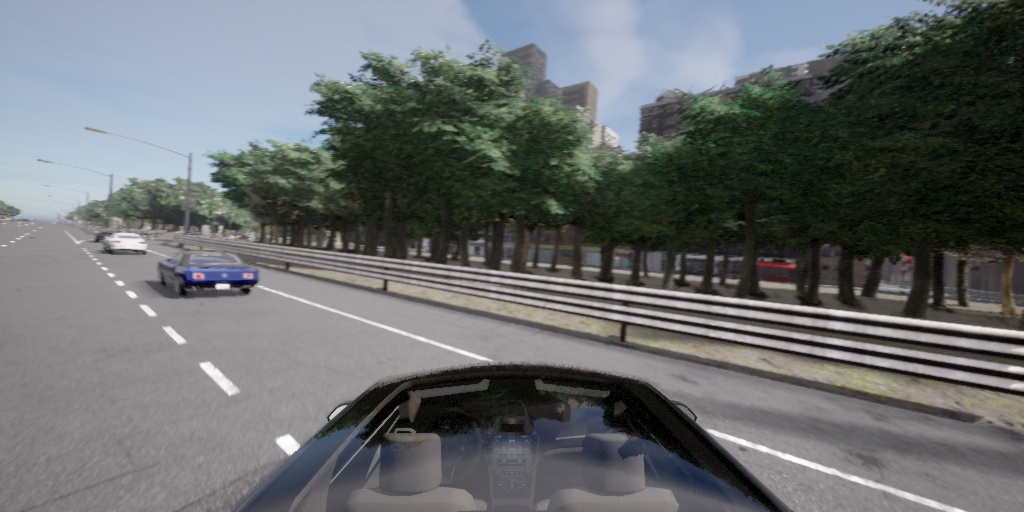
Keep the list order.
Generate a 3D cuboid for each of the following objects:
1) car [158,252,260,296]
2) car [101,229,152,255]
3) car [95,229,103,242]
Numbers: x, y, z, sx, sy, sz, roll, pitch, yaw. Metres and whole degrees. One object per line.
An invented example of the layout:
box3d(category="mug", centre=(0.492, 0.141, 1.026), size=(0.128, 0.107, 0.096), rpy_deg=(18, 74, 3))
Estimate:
box3d(category="car", centre=(-10.475, 0.498, 12.236), size=(4.718, 1.301, 1.895), rpy_deg=(4, 1, 38))
box3d(category="car", centre=(-27.717, -0.930, 25.743), size=(4.674, 1.442, 1.812), rpy_deg=(4, 1, 38))
box3d(category="car", centre=(-43.905, -2.226, 39.105), size=(4.892, 1.490, 1.837), rpy_deg=(5, 1, 44))
